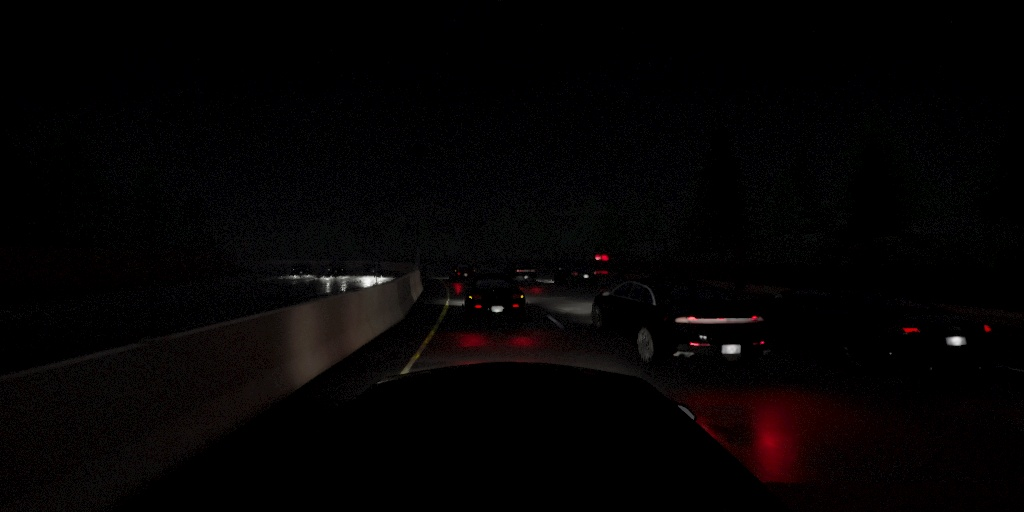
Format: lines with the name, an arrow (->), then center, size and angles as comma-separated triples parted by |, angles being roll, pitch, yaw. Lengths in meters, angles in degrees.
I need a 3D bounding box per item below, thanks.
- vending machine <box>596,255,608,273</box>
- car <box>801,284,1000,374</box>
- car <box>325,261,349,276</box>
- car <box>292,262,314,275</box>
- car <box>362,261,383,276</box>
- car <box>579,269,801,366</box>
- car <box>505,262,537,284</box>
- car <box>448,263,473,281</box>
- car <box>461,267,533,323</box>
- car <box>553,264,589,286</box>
vending machine -> 9.250, 0.857, 36.963 | 1.100, 2.100, 0.880 | 0, 0, -18
car -> 6.726, 1.276, 7.529 | 1.994, 1.385, 4.181 | 0, 0, -3
car -> -18.455, 1.289, 37.843 | 1.837, 1.490, 4.892 | 0, 0, -24
car -> -23.170, 1.349, 39.854 | 2.033, 1.411, 5.357 | 0, 0, -26
car -> -14.784, 1.259, 38.137 | 2.128, 1.511, 4.902 | 0, 0, -23
car -> 3.218, 1.219, 7.936 | 2.128, 1.511, 4.902 | 0, 0, -4
car -> 0.388, 1.207, 26.228 | 2.128, 1.511, 4.902 | 0, 0, -13
car -> -4.171, 1.257, 29.698 | 1.812, 1.442, 4.674 | 0, 0, -16
car -> -0.653, 1.265, 12.015 | 1.812, 1.442, 4.674 | 0, 0, -6
car -> 4.285, 1.264, 24.785 | 1.994, 1.385, 4.181 | 0, 0, -12
